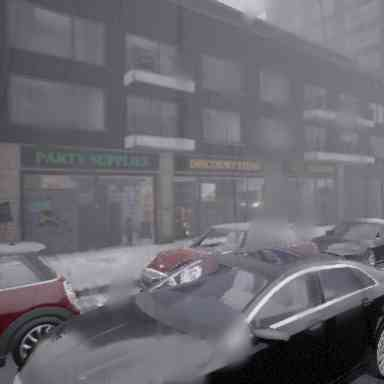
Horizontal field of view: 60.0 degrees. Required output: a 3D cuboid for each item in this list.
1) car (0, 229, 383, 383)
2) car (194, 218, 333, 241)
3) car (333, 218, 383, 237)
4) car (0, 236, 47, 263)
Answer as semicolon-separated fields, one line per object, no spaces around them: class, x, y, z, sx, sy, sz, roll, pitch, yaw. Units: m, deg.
car;0.682;1.479;3.854;4.902;1.511;2.128;0;0;-35
car;0.924;1.416;7.202;4.097;1.590;1.967;0;0;-35
car;5.428;1.516;10.412;4.313;1.339;1.947;0;0;-35
car;-3.579;1.443;3.991;4.097;1.590;1.967;0;0;-35
